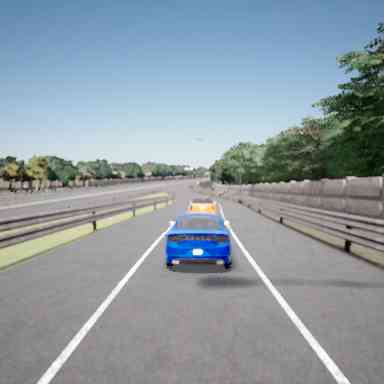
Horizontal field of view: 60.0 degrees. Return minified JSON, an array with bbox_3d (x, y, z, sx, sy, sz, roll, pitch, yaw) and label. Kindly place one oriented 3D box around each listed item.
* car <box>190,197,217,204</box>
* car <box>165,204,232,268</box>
[{"bbox_3d":[0.863,1.161,26.332,2.097,1.767,4.553,0,0,4],"label":"car"},{"bbox_3d":[0.241,1.397,11.097,1.882,1.535,5.008,0,0,2],"label":"car"}]
